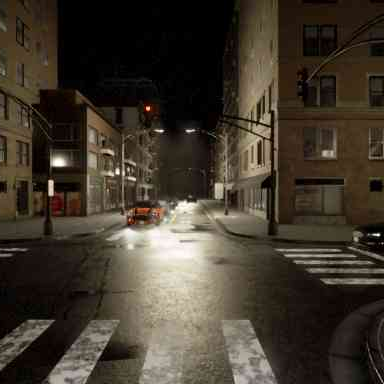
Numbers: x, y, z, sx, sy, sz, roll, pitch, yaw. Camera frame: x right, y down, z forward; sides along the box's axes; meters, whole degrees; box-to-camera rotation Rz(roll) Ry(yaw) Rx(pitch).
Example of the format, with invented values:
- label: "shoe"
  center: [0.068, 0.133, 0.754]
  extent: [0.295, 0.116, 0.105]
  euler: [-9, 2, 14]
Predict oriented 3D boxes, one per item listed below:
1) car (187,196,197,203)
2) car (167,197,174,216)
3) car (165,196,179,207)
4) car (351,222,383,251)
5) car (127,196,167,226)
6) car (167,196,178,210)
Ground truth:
- label: "car"
  center: [-0.037, 1.448, 66.223]
  extent: [2.128, 1.511, 4.902]
  euler: [0, 0, 0]
- label: "car"
  center: [-3.163, 1.532, 32.514]
  extent: [2.033, 1.411, 5.357]
  euler: [0, 0, 0]
- label: "car"
  center: [-3.165, 1.445, 52.655]
  extent: [1.882, 1.535, 5.008]
  euler: [0, 0, 0]
- label: "car"
  center: [8.597, 1.514, 12.376]
  extent: [4.902, 1.511, 2.128]
  euler: [0, 0, 2]
- label: "car"
  center: [-3.143, 1.344, 23.059]
  extent: [2.097, 1.767, 4.553]
  euler: [0, 0, 0]
- label: "car"
  center: [-3.177, 1.328, 42.299]
  extent: [2.097, 1.767, 4.553]
  euler: [0, 0, 0]
